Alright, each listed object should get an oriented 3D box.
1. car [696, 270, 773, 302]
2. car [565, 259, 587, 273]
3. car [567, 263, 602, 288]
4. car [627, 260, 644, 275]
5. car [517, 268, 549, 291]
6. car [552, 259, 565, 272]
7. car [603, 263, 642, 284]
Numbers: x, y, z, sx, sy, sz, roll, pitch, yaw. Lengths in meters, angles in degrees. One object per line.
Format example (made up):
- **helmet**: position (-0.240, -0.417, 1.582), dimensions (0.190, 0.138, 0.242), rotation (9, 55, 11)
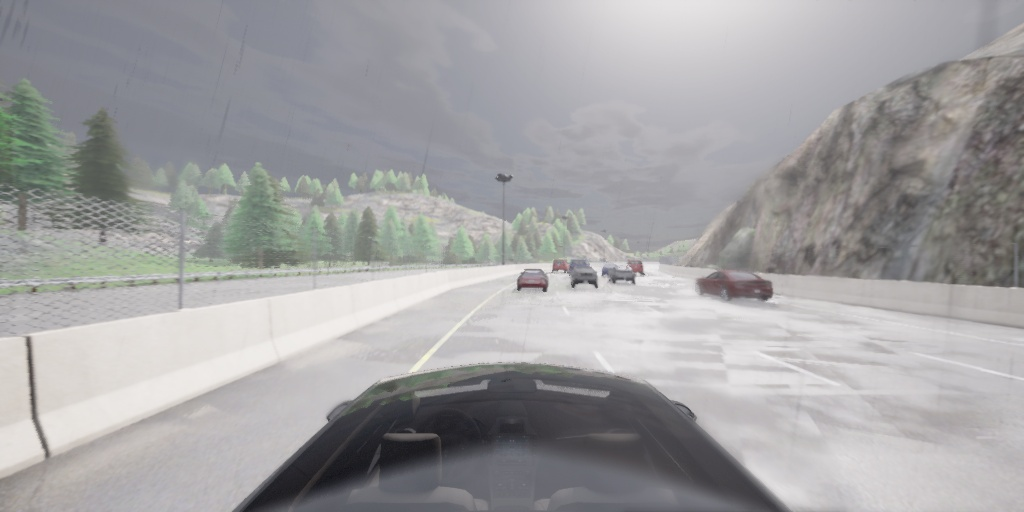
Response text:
- **car**: position (11.453, 1.482, 18.871), dimensions (1.882, 1.535, 5.008), rotation (0, 0, 5)
- **car**: position (7.633, 1.392, 40.958), dimensions (2.150, 2.045, 5.566), rotation (0, 0, 12)
- **car**: position (5.248, 1.523, 26.572), dimensions (1.837, 1.490, 4.892), rotation (0, -1, 7)
- **car**: position (16.756, 1.545, 49.228), dimensions (2.150, 2.045, 5.566), rotation (0, 0, 15)
- **car**: position (1.463, 1.529, 24.342), dimensions (1.994, 1.385, 4.181), rotation (0, 0, 7)
- **car**: position (7.744, 1.528, 56.243), dimensions (2.150, 2.045, 5.566), rotation (0, 0, 16)
- **car**: position (9.420, 1.587, 31.073), dimensions (2.128, 1.511, 4.902), rotation (0, -1, 9)
